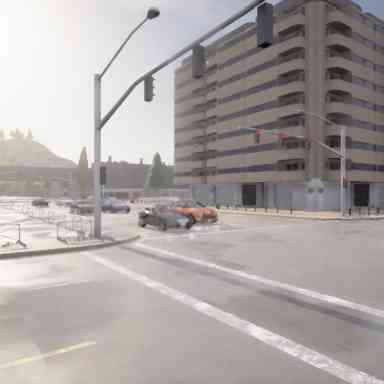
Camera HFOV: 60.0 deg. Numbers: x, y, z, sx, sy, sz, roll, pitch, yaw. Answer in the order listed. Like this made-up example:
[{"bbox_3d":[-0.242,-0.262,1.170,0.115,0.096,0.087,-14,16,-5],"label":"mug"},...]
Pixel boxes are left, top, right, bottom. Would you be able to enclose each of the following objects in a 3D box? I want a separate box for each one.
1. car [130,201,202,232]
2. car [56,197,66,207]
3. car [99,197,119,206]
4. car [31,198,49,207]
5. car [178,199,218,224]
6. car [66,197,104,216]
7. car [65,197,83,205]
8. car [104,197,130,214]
[{"bbox_3d":[-1.770,1.545,20.652,2.128,1.511,4.902,0,0,-32],"label":"car"},{"bbox_3d":[-20.506,1.581,53.633,1.812,1.442,4.674,0,0,-35],"label":"car"},{"bbox_3d":[-14.280,1.581,57.170,1.812,1.442,4.674,0,0,-35],"label":"car"},{"bbox_3d":[-23.933,1.656,52.436,1.895,1.301,4.718,0,0,-35],"label":"car"},{"bbox_3d":[-0.077,1.408,24.668,2.097,1.767,4.553,0,0,-35],"label":"car"},{"bbox_3d":[-11.124,1.559,34.210,1.837,1.490,4.892,0,0,-35],"label":"car"},{"bbox_3d":[-22.087,1.619,62.139,1.994,1.385,4.181,0,0,-35],"label":"car"},{"bbox_3d":[-8.357,1.581,36.370,1.812,1.442,4.674,0,0,-35],"label":"car"}]
